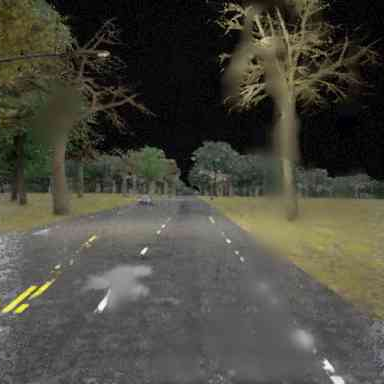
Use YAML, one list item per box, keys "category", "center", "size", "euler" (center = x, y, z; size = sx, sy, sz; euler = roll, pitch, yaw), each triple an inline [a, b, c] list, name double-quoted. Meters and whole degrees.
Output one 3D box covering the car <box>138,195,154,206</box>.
- category: "car"
  center: [-7.315, 1.231, 53.020]
  size: [2.097, 1.767, 4.553]
  euler: [0, 0, 0]
